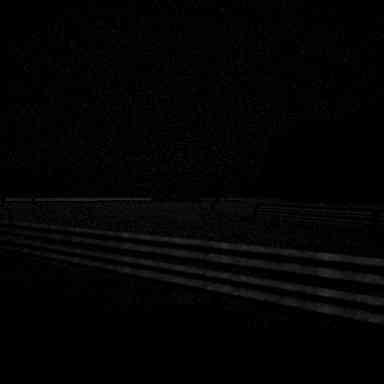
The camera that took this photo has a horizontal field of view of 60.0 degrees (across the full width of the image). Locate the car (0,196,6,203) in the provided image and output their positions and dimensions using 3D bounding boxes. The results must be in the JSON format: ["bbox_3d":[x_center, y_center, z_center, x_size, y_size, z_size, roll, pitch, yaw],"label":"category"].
[{"bbox_3d":[-45.937,1.780,77.648,4.856,1.649,2.033,0,0,1],"label":"car"}]
